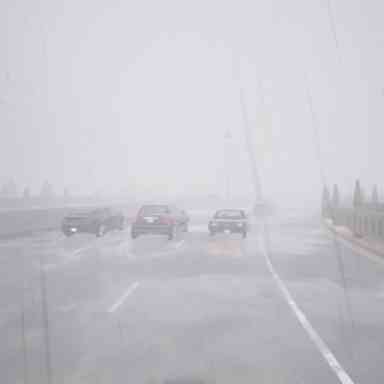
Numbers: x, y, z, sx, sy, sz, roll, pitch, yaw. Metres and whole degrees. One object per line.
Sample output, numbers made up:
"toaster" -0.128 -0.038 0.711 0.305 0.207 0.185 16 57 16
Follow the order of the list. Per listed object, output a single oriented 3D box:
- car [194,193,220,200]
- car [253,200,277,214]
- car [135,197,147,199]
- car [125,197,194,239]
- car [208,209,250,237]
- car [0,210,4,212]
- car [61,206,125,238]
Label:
"car" 2.697 1.206 55.334 2.150 2.045 5.566 0 0 34
"car" 7.735 1.528 35.100 1.812 1.442 4.674 0 0 24
"car" -7.890 1.494 51.203 1.812 1.442 4.674 0 0 29
"car" -1.515 1.344 17.402 2.097 1.767 4.553 0 0 11
"car" 2.165 1.599 18.212 1.895 1.301 4.718 0 0 12
"car" -12.348 1.449 17.711 1.882 1.535 5.008 0 0 11
"car" -5.023 1.490 17.755 1.837 1.490 4.892 0 0 10
